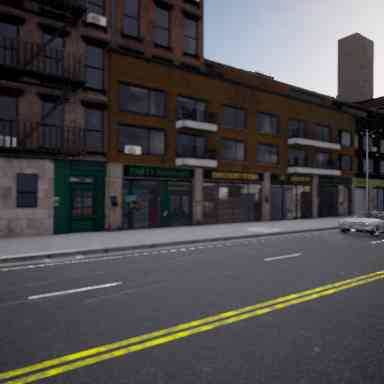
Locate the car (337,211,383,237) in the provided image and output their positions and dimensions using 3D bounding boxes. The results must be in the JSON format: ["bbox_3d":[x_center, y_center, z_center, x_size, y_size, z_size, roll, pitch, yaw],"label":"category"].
[{"bbox_3d":[10.428,1.749,19.115,4.718,1.301,1.895,1,0,-36],"label":"car"}]
